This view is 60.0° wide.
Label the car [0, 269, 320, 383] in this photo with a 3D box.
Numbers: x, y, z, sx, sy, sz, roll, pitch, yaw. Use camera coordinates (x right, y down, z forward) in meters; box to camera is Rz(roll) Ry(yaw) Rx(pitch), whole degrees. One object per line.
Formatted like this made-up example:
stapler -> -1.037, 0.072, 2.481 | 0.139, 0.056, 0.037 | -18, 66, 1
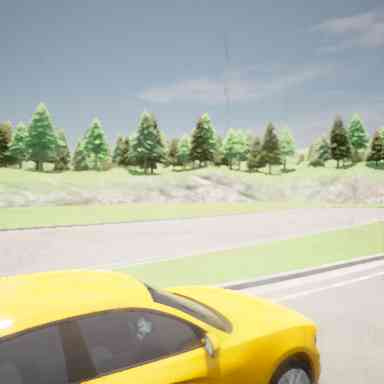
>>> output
car -> -0.933, 1.476, 2.907 | 5.008, 1.535, 1.882 | 0, 0, -34
